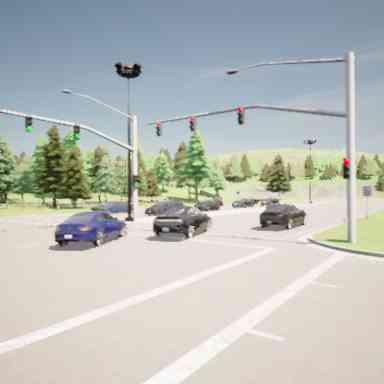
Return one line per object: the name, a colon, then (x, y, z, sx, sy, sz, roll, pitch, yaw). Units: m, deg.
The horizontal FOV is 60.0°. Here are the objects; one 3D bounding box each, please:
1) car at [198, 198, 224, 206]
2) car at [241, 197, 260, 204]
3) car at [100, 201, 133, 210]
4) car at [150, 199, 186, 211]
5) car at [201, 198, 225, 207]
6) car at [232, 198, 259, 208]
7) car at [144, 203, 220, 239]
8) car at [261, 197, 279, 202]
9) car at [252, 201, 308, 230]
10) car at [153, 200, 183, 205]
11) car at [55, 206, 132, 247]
car: (1.803, 1.732, 41.758, 1.994, 1.385, 4.181, -1, 0, 34)
car: (11.940, 1.805, 67.790, 1.895, 1.301, 4.718, -1, 0, 36)
car: (-9.140, 1.785, 38.432, 2.033, 1.411, 5.357, -1, 0, 35)
car: (-3.319, 1.776, 46.614, 2.033, 1.411, 5.357, -1, 0, 35)
car: (3.589, 1.782, 56.252, 1.994, 1.385, 4.181, -1, 0, 36)
car: (7.704, 1.652, 50.022, 2.128, 1.511, 4.902, -1, 0, 36)
car: (-0.365, 1.572, 18.041, 2.128, 1.511, 4.902, -1, 0, 21)
car: (13.707, 1.642, 58.352, 2.128, 1.511, 4.902, -1, 0, 36)
car: (6.068, 1.553, 21.860, 1.837, 1.490, 4.892, -1, -1, 37)
car: (-3.041, 1.739, 34.928, 1.994, 1.385, 4.181, -1, 0, 35)
car: (-4.582, 1.628, 15.566, 1.812, 1.442, 4.674, -1, 0, 9)
